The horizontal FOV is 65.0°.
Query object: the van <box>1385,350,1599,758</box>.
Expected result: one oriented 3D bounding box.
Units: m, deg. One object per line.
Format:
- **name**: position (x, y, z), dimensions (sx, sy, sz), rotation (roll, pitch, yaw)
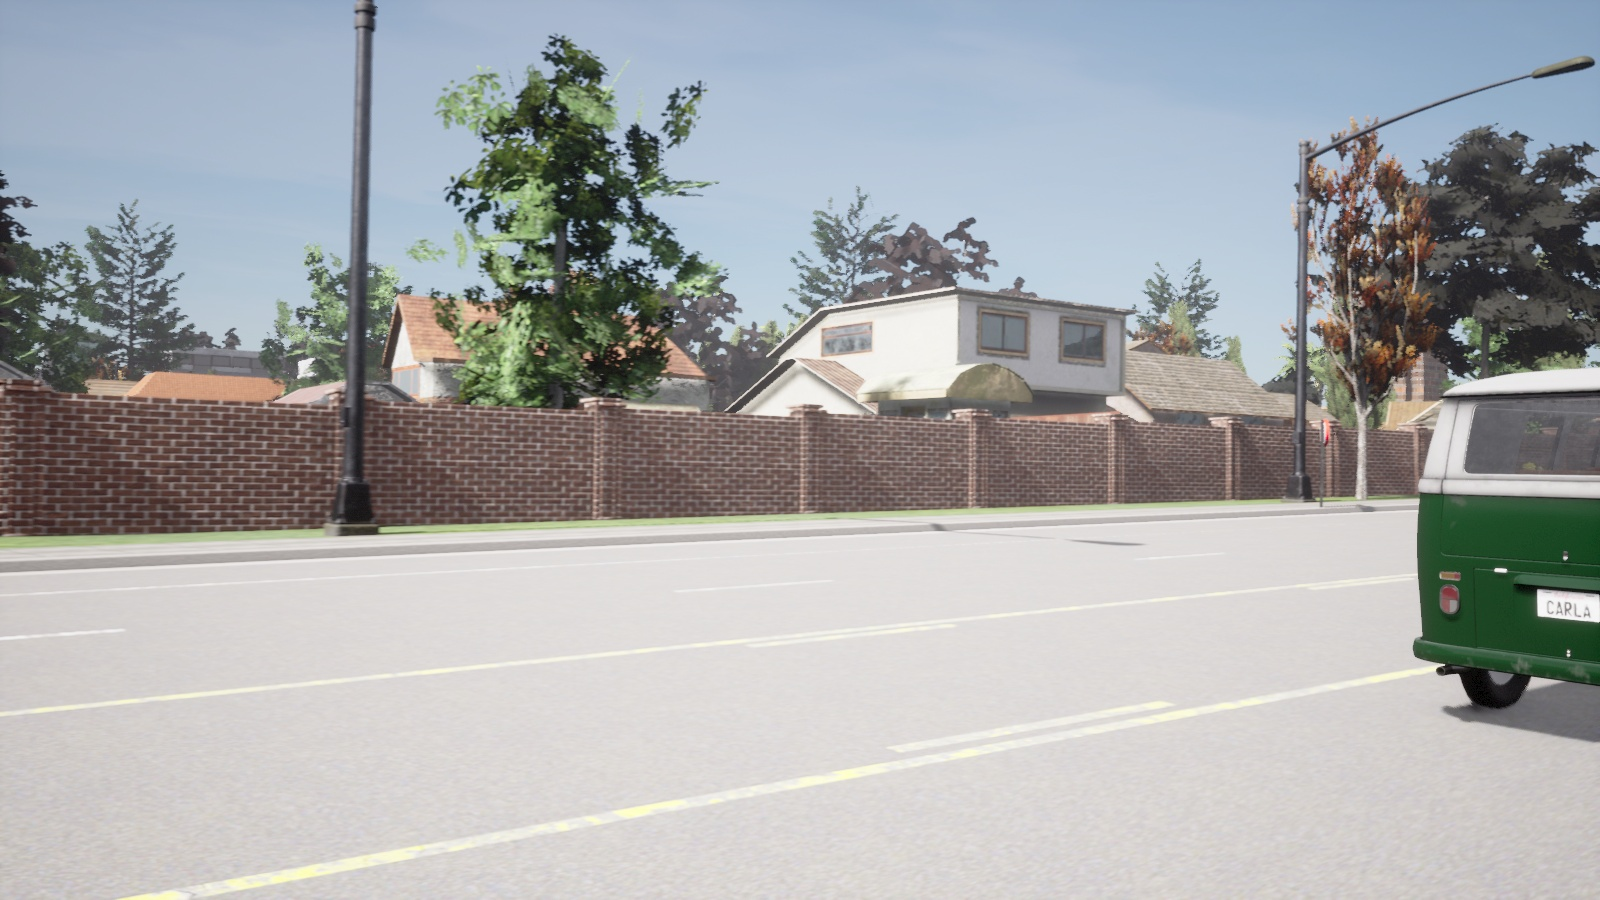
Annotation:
- **van**: position (5.600, 0.506, 7.555), dimensions (4.442, 1.987, 1.775), rotation (0, 0, -35)
